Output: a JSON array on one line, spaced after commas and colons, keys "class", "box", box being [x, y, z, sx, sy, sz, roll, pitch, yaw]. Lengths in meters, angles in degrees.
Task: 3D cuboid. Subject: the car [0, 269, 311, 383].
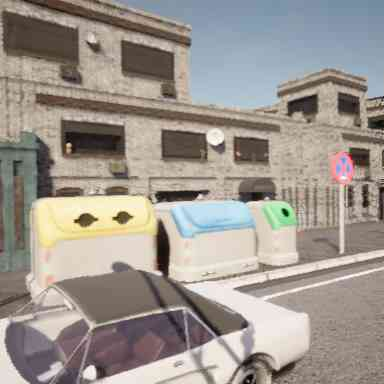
[{"class": "car", "box": [-1.049, 1.587, 3.184, 4.718, 1.301, 1.895, 0, 0, -35]}]
